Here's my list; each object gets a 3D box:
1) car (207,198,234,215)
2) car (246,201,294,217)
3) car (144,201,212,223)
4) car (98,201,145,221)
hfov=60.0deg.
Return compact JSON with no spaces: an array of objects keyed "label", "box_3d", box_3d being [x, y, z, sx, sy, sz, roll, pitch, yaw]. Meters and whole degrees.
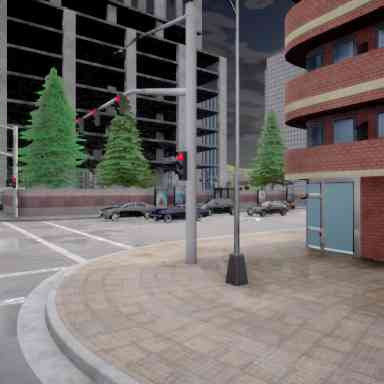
[{"label":"car","box_3d":[2.207,1.407,32.896,4.553,1.767,2.097,0,0,-35]},{"label":"car","box_3d":[7.364,1.581,32.248,4.674,1.442,1.812,0,0,-35]},{"label":"car","box_3d":[-1.021,1.656,26.332,4.718,1.301,1.895,0,0,-35]},{"label":"car","box_3d":[-5.283,1.547,27.608,4.902,1.511,2.128,0,0,-35]}]
